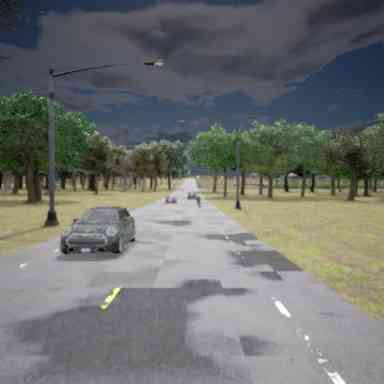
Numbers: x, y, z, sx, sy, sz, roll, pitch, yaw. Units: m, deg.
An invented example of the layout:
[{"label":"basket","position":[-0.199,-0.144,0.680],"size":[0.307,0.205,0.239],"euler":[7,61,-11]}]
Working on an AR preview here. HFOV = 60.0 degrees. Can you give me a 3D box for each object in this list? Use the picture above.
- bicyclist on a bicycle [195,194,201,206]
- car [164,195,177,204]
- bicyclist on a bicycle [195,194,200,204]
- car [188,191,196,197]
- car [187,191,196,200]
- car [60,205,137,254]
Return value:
[{"label":"bicyclist on a bicycle","position":[0.958,1.271,44.845],"size":[0.582,1.620,1.656],"euler":[0,0,0]},{"label":"car","position":[-3.554,1.191,56.225],"size":[2.128,1.511,4.902],"euler":[0,1,0]},{"label":"bicyclist on a bicycle","position":[0.944,1.147,55.538],"size":[0.866,1.612,1.509],"euler":[0,1,0]},{"label":"car","position":[-0.006,0.495,84.465],"size":[2.128,1.511,4.902],"euler":[0,2,0]},{"label":"car","position":[-0.005,0.901,73.361],"size":[1.812,1.442,4.674],"euler":[0,1,0]},{"label":"car","position":[-3.601,1.382,13.536],"size":[2.097,1.767,4.553],"euler":[0,0,0]}]
